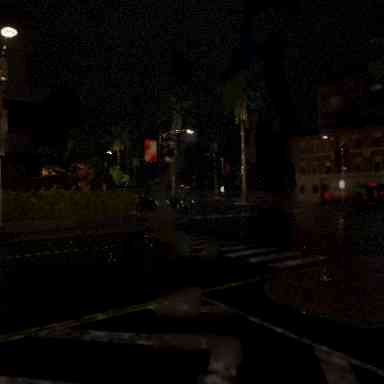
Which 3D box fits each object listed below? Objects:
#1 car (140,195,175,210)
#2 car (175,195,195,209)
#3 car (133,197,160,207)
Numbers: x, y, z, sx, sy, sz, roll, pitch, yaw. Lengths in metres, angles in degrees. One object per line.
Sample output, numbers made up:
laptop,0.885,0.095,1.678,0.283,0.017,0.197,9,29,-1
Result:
car,-4.456,1.215,39.586,2.097,1.767,4.553,0,0,-35
car,-1.615,1.190,41.637,2.097,1.767,4.553,0,0,-35
car,-6.758,1.439,49.014,1.895,1.301,4.718,0,0,-35
